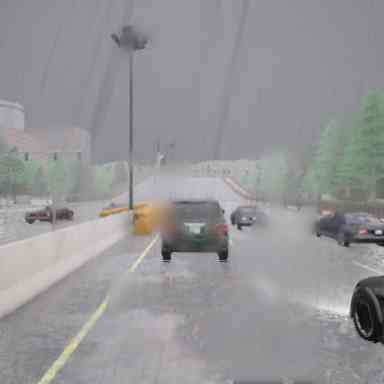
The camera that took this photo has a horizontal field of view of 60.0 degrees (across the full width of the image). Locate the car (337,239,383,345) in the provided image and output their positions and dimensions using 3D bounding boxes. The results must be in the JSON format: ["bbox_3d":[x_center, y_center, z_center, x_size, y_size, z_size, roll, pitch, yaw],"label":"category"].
[{"bbox_3d":[3.598,1.572,3.837,1.994,1.385,4.181,0,0,0],"label":"car"}]

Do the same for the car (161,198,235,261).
[{"bbox_3d":[0.097,1.245,12.482,2.150,2.045,5.566,0,0,0],"label":"car"}]

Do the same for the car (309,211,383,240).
[{"bbox_3d":[7.083,1.577,15.118,2.033,1.411,5.357,0,0,0],"label":"car"}]

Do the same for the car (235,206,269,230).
[{"bbox_3d":[3.594,1.590,21.484,2.033,1.411,5.357,0,0,0],"label":"car"}]

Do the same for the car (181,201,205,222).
[{"bbox_3d":[0.091,1.559,27.664,1.837,1.490,4.892,0,0,0],"label":"car"}]
